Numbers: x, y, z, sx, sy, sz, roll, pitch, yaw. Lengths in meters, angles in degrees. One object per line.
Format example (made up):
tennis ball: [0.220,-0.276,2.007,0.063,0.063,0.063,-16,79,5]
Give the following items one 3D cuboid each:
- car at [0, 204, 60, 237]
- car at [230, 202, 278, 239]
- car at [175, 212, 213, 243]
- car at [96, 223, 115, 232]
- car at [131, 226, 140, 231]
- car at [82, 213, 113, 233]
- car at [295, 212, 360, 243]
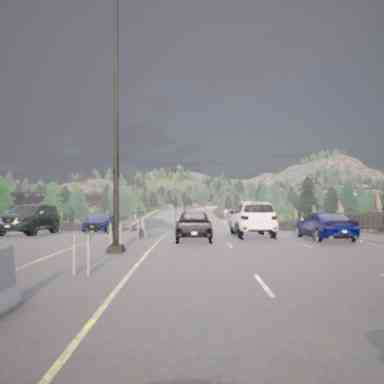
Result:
car: [-10.593,1.799,21.852,2.150,2.045,5.566,0,-4,0]
car: [3.605,1.690,20.204,2.150,2.045,5.566,0,-4,0]
car: [0.104,1.824,17.764,2.128,1.511,4.902,0,-3,0]
car: [-14.035,5.845,54.184,1.812,1.442,4.674,0,-7,0]
car: [-10.495,7.060,63.242,1.994,1.385,4.181,0,-7,0]
car: [-7.088,2.387,26.105,1.882,1.535,5.008,0,-5,0]
car: [7.104,1.820,17.960,1.882,1.535,5.008,0,-3,0]
